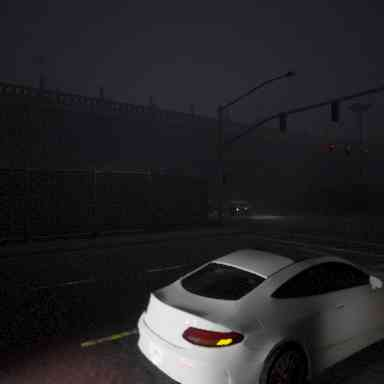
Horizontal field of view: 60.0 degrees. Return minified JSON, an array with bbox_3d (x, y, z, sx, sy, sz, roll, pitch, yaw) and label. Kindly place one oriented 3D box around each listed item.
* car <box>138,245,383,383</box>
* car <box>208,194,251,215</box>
[{"bbox_3d":[1.508,1.526,4.858,4.674,1.442,1.812,0,0,-35],"label":"car"},{"bbox_3d":[3.731,1.277,35.094,2.150,2.045,5.566,0,0,-35],"label":"car"}]
